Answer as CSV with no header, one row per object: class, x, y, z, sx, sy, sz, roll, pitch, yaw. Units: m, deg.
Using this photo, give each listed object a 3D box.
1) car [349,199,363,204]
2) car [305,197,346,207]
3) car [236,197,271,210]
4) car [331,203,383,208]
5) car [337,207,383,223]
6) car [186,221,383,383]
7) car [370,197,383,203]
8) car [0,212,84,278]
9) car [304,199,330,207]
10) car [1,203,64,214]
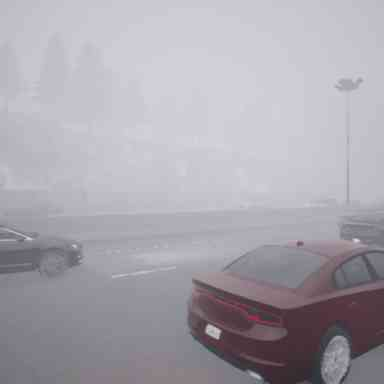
car,22.281,1.706,46.829,5.357,1.411,2.033,0,0,-39
car,14.253,1.461,36.091,4.553,1.767,2.097,0,0,-37
car,7.345,1.441,39.626,4.553,1.767,2.097,0,0,-37
car,10.999,1.621,20.251,5.357,1.411,2.033,0,0,-36
car,8.085,1.558,13.821,4.892,1.490,1.837,0,0,-36
car,2.260,1.494,5.360,5.008,1.535,1.882,0,0,-35
car,36.685,1.764,65.578,2.128,1.511,4.902,0,0,43
car,-5.346,1.485,8.529,4.902,1.511,2.128,0,0,-36
car,20.600,1.765,54.620,4.718,1.301,1.895,0,0,-41
car,-13.706,1.594,28.610,4.718,1.301,1.895,0,0,-35
